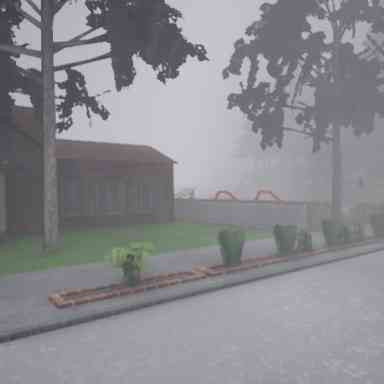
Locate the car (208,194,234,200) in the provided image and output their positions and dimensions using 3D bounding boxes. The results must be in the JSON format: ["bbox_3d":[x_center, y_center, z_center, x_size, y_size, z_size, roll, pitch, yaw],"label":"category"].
[{"bbox_3d":[4.091,1.020,46.480,1.837,1.490,4.892,-1,1,-35],"label":"car"}]
